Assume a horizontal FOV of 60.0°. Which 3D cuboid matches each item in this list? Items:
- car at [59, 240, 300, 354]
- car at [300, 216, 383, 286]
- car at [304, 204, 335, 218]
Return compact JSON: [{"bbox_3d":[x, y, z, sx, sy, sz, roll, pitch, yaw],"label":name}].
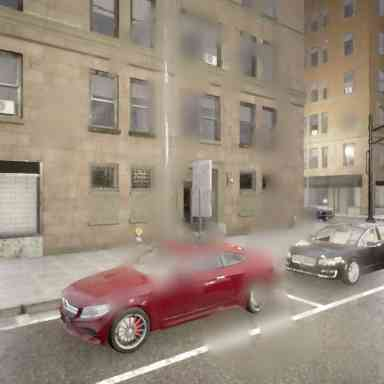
[{"bbox_3d":[-0.172,1.582,6.055,4.206,1.307,1.802,0,0,-35],"label":"car"},{"bbox_3d":[4.462,1.550,9.343,4.403,1.369,2.008,0,0,-35],"label":"car"},{"bbox_3d":[8.246,1.514,25.155,1.895,1.301,4.718,0,0,-35],"label":"car"}]
